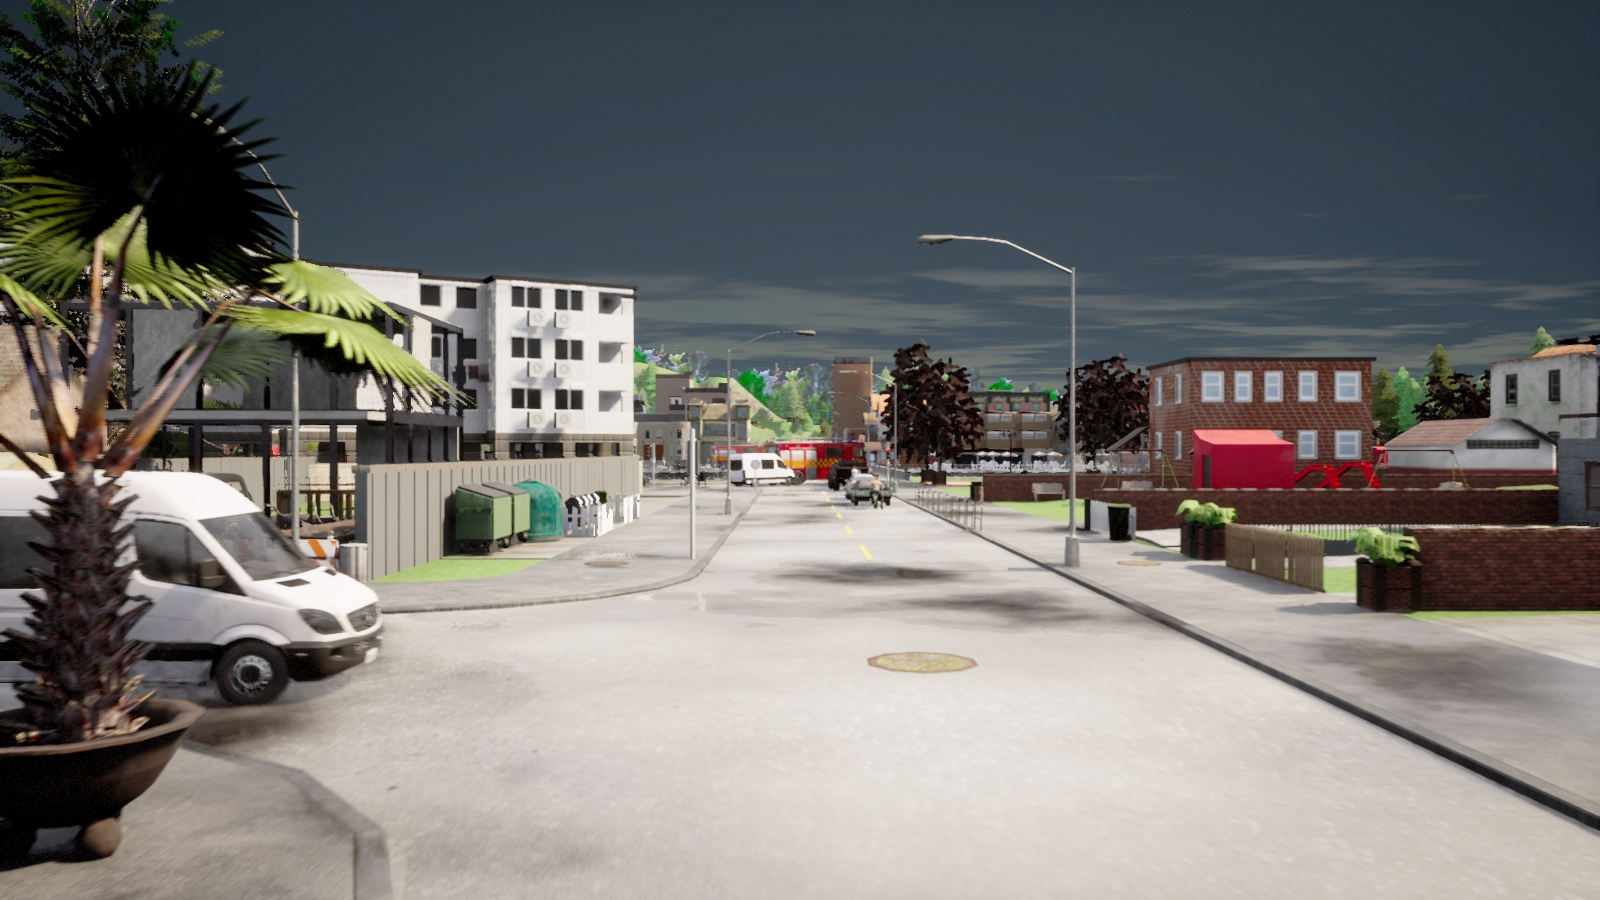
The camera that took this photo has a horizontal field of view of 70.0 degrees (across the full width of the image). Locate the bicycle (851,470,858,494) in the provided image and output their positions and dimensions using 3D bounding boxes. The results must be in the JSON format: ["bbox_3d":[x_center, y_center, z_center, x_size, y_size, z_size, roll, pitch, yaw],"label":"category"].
[{"bbox_3d":[3.522,2.055,73.757,0.373,1.496,1.643,0,0,0],"label":"bicycle"}]

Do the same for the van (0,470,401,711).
[{"bbox_3d":[-7.956,1.534,13.334,5.915,2.561,1.988,0,0,-2],"label":"van"}]

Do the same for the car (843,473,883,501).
[{"bbox_3d":[3.568,2.080,65.160,2.002,1.442,4.674,0,0,0],"label":"car"}]

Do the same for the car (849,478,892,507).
[{"bbox_3d":[3.567,2.154,58.617,1.895,1.301,4.718,0,0,0],"label":"car"}]

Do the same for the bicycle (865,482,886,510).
[{"bbox_3d":[3.555,2.157,53.801,0.859,1.276,1.487,0,0,-1],"label":"bicycle"}]
